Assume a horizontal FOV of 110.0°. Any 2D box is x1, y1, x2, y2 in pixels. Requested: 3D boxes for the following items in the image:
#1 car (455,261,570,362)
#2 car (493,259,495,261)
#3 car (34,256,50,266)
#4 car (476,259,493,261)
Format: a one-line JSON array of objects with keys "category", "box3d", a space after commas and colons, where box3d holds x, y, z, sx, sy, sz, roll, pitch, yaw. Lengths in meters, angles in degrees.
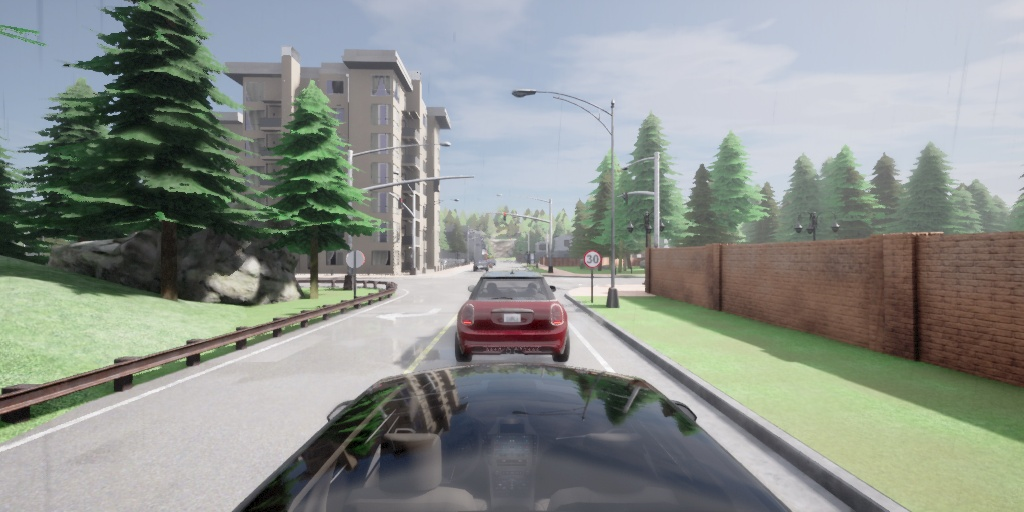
[{"category": "car", "box3d": [0.005, 1.102, 8.373, 2.097, 1.767, 4.553, 0, 0, 0]}, {"category": "car", "box3d": [-4.059, 1.313, 56.596, 1.994, 1.385, 4.181, 0, 0, -1]}, {"category": "car", "box3d": [-30.928, 0.986, 24.687, 5.566, 2.045, 2.150, 0, 0, -1]}, {"category": "car", "box3d": [-3.983, 1.240, 46.694, 2.128, 1.511, 4.902, 0, 0, -1]}]
